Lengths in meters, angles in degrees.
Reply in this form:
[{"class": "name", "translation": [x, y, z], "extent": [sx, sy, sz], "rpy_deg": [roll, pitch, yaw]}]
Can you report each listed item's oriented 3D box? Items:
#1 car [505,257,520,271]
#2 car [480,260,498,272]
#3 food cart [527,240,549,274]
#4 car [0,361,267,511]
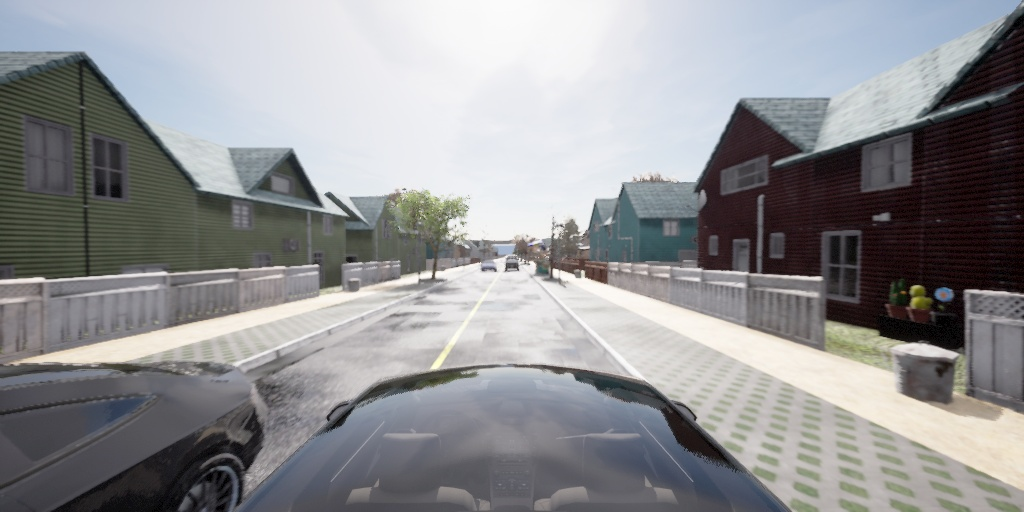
[{"class": "car", "translation": [0.023, 1.206, 49.802], "extent": [1.882, 1.535, 5.008], "rpy_deg": [0, 0, 1]}, {"class": "car", "translation": [-2.832, 1.255, 44.631], "extent": [1.812, 1.442, 4.674], "rpy_deg": [0, 0, 0]}, {"class": "food cart", "translation": [3.006, 0.197, 37.086], "extent": [2.280, 3.560, 4.660], "rpy_deg": [0, 0, 0]}, {"class": "car", "translation": [-2.863, 1.276, 1.023], "extent": [1.812, 1.442, 4.674], "rpy_deg": [0, 0, 0]}]
